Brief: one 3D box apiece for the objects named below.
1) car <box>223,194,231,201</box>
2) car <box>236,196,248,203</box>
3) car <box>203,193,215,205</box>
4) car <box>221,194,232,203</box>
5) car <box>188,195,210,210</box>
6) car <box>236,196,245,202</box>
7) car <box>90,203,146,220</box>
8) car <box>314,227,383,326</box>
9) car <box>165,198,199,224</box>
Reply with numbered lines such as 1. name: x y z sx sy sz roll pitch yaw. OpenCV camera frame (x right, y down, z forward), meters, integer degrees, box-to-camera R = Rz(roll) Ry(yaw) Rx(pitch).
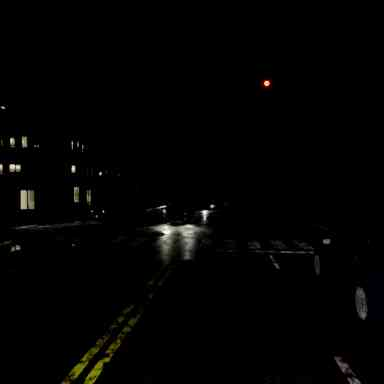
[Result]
1. car: 8.268 1.279 79.284 1.882 1.535 5.008 0 0 6
2. car: 10.405 1.523 67.625 2.033 1.411 5.357 0 0 5
3. car: 2.904 1.200 60.215 2.150 2.045 5.566 0 0 6
4. car: 7.170 1.480 68.924 1.837 1.490 4.892 0 0 6
5. car: 0.951 1.513 42.002 1.812 1.442 4.674 0 0 6
6. car: 11.503 1.564 78.975 1.895 1.301 4.718 0 0 6
7. car: -6.142 1.605 27.977 1.895 1.301 4.718 -1 0 37
8. car: 3.983 1.476 6.969 1.882 1.535 5.008 0 0 7
9. car: -0.815 1.472 25.322 1.882 1.535 5.008 0 0 6
